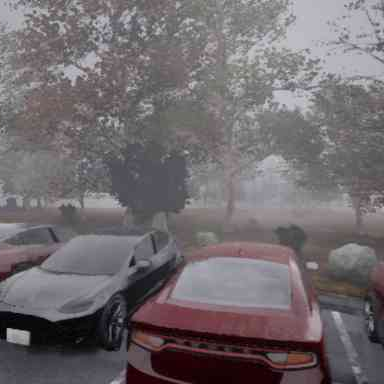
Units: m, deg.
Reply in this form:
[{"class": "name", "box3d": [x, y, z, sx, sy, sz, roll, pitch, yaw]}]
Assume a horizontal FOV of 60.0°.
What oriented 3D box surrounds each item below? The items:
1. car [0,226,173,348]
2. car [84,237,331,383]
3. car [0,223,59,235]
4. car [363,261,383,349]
[{"class": "car", "box3d": [-1.577, 1.511, 6.635, 2.163, 1.488, 4.792, 1, -1, 16]}, {"class": "car", "box3d": [0.818, 1.484, 4.920, 2.097, 1.535, 5.008, 0, -1, 16]}, {"class": "car", "box3d": [-3.952, 1.508, 8.458, 2.163, 1.488, 4.792, 0, -1, 17]}, {"class": "car", "box3d": [3.242, 1.363, 3.228, 2.185, 1.767, 4.553, 1, -1, 16]}]
